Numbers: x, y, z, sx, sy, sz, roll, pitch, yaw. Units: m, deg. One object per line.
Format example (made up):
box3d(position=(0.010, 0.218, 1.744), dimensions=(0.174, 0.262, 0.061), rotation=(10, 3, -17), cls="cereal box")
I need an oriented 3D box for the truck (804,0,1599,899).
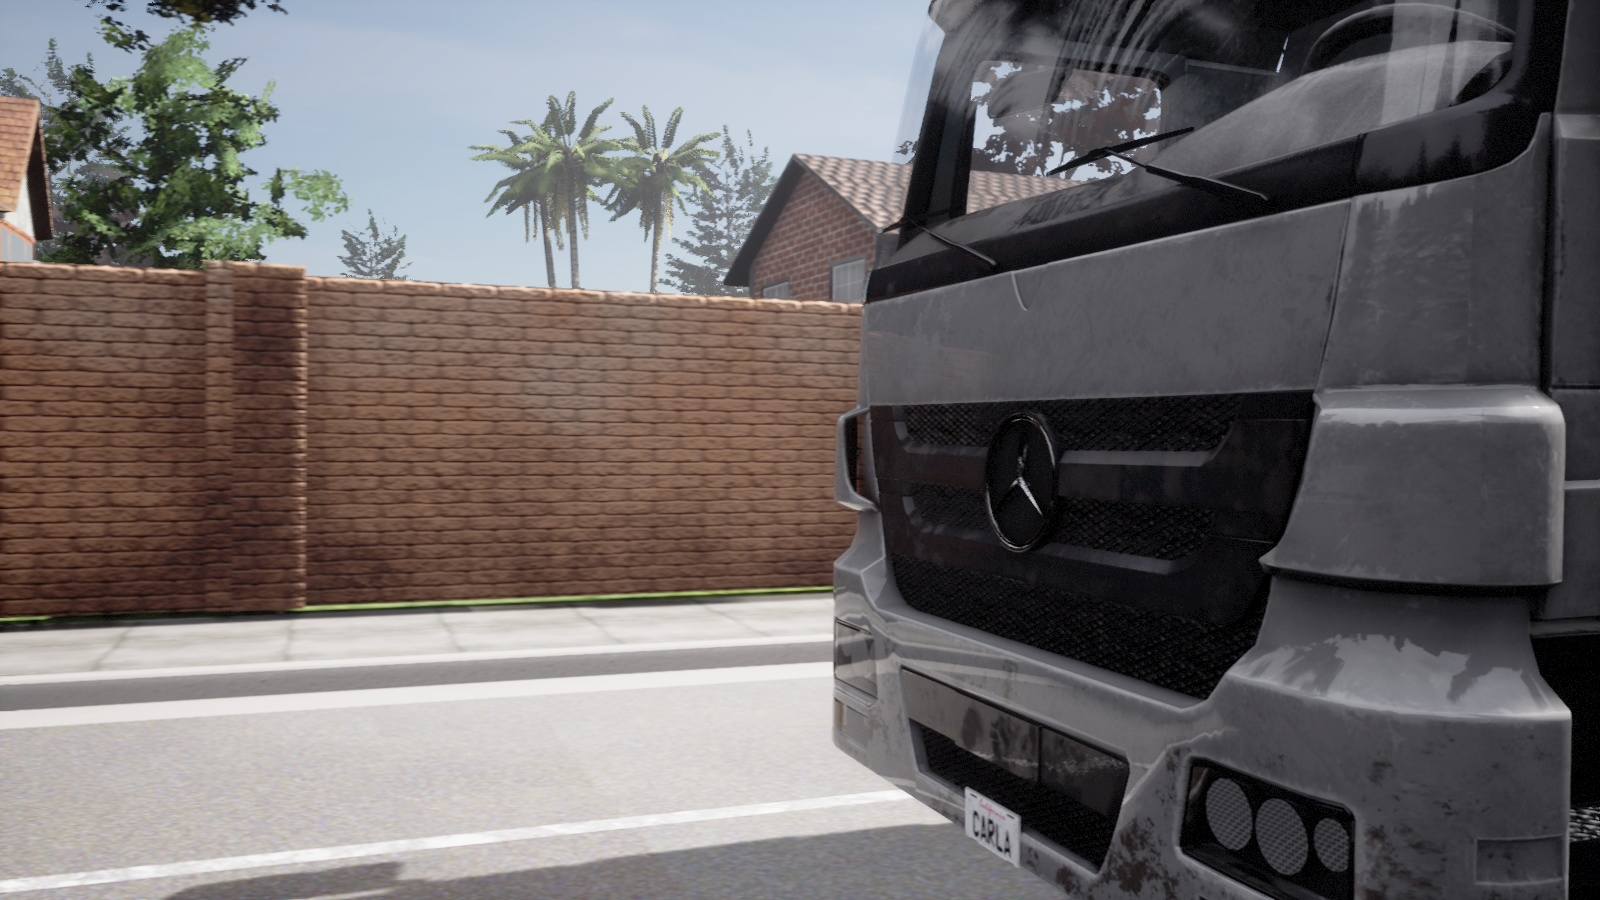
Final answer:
box3d(position=(4.254, -0.309, 4.841), dimensions=(7.936, 3.462, 2.891), rotation=(-1, 1, -21), cls="truck")
